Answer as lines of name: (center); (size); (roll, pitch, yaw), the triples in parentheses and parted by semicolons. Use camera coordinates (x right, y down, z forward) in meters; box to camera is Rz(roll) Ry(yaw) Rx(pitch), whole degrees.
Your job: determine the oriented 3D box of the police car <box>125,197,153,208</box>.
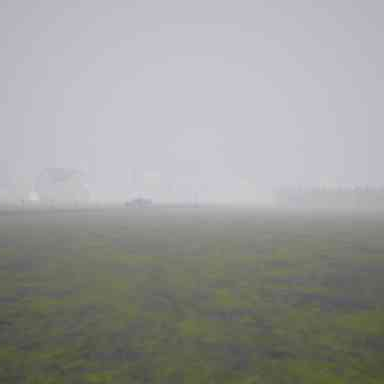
police car: (-8.529, 1.675, 53.569); (1.930, 1.638, 5.238); (1, 0, 35)
